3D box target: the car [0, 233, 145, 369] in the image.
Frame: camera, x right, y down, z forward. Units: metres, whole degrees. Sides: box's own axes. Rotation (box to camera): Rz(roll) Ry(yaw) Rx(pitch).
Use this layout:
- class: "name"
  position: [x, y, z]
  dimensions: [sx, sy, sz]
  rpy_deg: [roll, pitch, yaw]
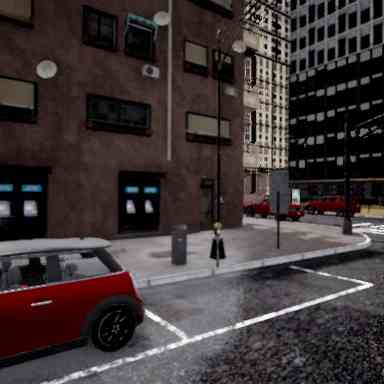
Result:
- class: "car"
  position: [-2.802, 1.442, 4.559]
  dimensions: [4.097, 1.590, 1.967]
  rpy_deg: [0, 0, -35]

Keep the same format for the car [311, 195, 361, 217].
- class: "car"
  position: [12.817, 1.221, 30.446]
  dimensions: [2.192, 1.841, 5.009]
  rpy_deg: [2, 0, -36]

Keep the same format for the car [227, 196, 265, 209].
- class: "car"
  position: [6.289, 1.264, 39.422]
  dimensions: [1.947, 1.339, 4.313]
  rpy_deg: [2, 0, -36]

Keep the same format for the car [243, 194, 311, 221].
- class: "car"
  position: [6.074, 1.144, 25.472]
  dimensions: [2.192, 1.841, 5.009]
  rpy_deg: [2, 0, -36]
